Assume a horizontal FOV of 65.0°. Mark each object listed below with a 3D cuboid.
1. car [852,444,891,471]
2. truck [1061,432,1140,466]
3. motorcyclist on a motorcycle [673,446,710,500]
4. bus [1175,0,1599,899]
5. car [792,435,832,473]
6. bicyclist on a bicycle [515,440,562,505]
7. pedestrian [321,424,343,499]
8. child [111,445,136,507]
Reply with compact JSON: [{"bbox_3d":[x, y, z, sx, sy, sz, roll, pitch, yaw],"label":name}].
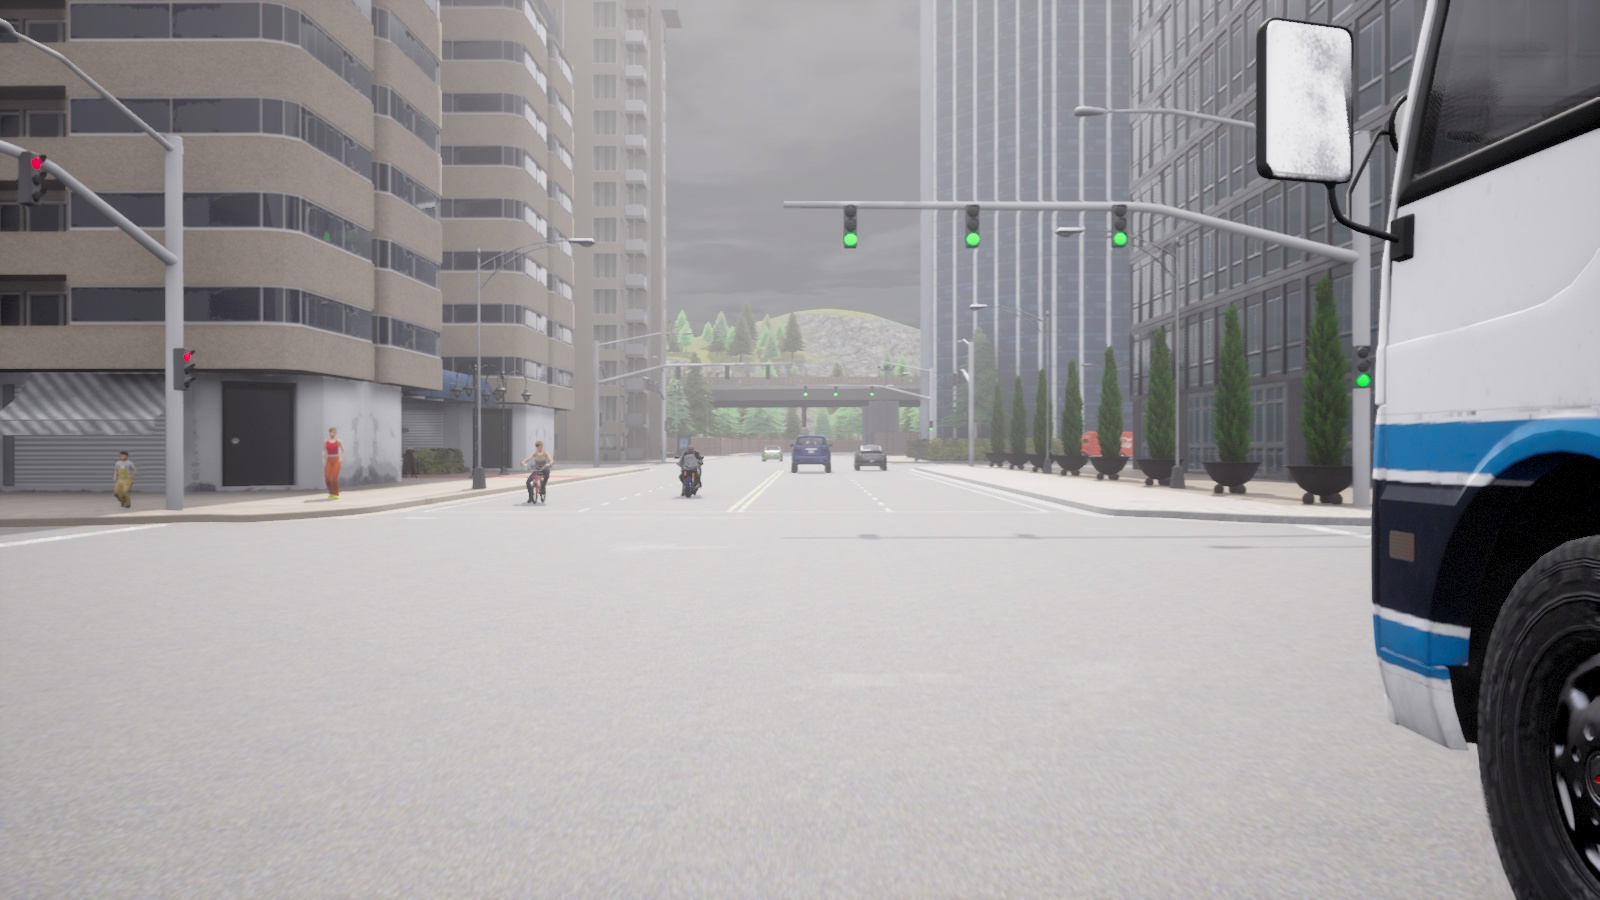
[{"bbox_3d":[4.214,0.416,74.810,2.128,1.511,4.902,0,0,1],"label":"car"},{"bbox_3d":[21.981,-0.085,92.046,5.204,2.467,2.627,0,0,0],"label":"truck"},{"bbox_3d":[-3.141,0.640,36.411,0.866,1.530,2.191,0,0,1],"label":"motorcyclist on a motorcycle"},{"bbox_3d":[3.525,-0.632,0.173,3.944,4.253,10.273,0,0,1],"label":"bus"},{"bbox_3d":[0.669,0.197,69.731,2.150,2.045,5.566,0,0,1],"label":"car"},{"bbox_3d":[-6.676,0.556,32.083,0.866,1.612,1.509,0,0,1],"label":"bicyclist on a bicycle"},{"bbox_3d":[-11.537,0.280,30.960,0.345,1.836,0.594,0,0,-1],"label":"pedestrian"},{"bbox_3d":[-13.889,0.519,25.796,0.270,1.263,0.437,0,0,1],"label":"child"}]
